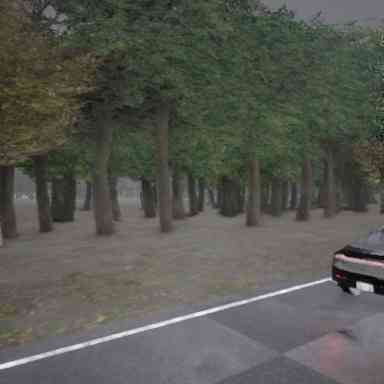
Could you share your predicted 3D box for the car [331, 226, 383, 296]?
[{"bbox_3d":[5.068,1.480,7.363,4.902,1.511,2.128,0,0,-36],"label":"car"}]
